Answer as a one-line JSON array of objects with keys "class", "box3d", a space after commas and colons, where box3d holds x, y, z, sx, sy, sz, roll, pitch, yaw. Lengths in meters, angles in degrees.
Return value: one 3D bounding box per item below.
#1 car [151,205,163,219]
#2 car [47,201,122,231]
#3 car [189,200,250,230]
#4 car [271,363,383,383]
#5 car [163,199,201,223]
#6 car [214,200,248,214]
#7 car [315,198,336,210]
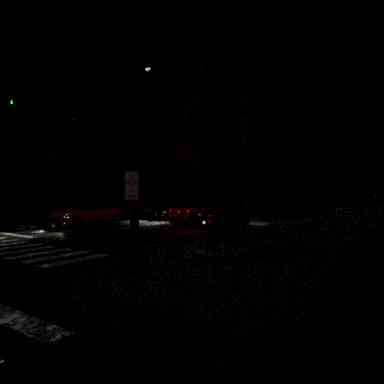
[{"class": "car", "box3d": [-1.456, 1.538, 28.375, 1.837, 1.490, 4.892, 0, 0, 35]}, {"class": "car", "box3d": [-6.688, 1.370, 20.987, 2.097, 1.767, 4.553, 0, 0, 35]}, {"class": "car", "box3d": [2.123, 1.543, 21.837, 1.837, 1.490, 4.892, 0, 0, 35]}, {"class": "car", "box3d": [2.222, 1.551, 1.258, 4.403, 1.369, 2.008, 0, 0, 36]}, {"class": "car", "box3d": [0.285, 1.386, 24.865, 2.097, 1.767, 4.553, 0, 0, 35]}, {"class": "car", "box3d": [4.342, 1.617, 36.553, 1.994, 1.385, 4.181, 0, 0, 36]}, {"class": "car", "box3d": [17.551, 1.586, 43.631, 2.128, 1.511, 4.902, 0, 0, 35]}]
